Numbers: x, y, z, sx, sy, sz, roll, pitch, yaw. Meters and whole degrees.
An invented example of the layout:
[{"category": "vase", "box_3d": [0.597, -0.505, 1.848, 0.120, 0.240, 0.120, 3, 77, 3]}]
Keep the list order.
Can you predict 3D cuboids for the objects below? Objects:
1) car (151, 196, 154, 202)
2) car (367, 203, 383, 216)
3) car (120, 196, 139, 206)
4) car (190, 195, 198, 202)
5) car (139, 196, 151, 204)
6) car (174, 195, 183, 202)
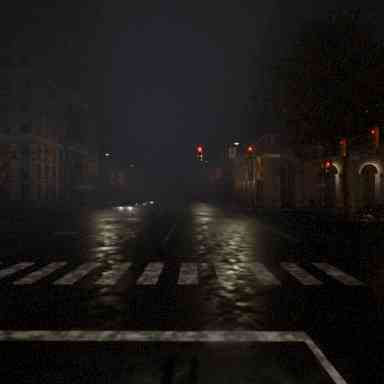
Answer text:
[{"category": "car", "box_3d": [-10.097, 1.651, 78.966, 1.895, 1.301, 4.718, 0, 0, 1]}, {"category": "car", "box_3d": [19.567, 1.587, 32.727, 4.181, 1.385, 1.994, 0, 0, 0]}, {"category": "car", "box_3d": [-10.439, 1.640, 54.645, 1.895, 1.301, 4.718, 0, 0, 0]}, {"category": "car", "box_3d": [0.399, 1.506, 78.568, 2.128, 1.511, 4.902, 0, 0, 1]}, {"category": "car", "box_3d": [-10.250, 1.526, 67.963, 1.882, 1.535, 5.008, 0, 0, 1]}, {"category": "car", "box_3d": [-3.101, 1.505, 78.613, 2.128, 1.511, 4.902, 0, 0, 1]}]
